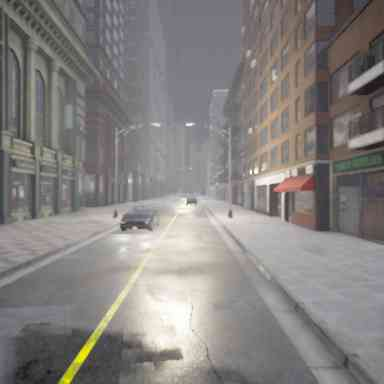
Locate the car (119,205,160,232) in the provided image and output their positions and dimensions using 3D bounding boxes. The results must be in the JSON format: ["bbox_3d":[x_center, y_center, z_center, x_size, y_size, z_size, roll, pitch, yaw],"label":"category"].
[{"bbox_3d":[-3.026,1.536,20.398,2.033,1.411,5.357,0,0,0],"label":"car"}]

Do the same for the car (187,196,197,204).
[{"bbox_3d":[-0.030,1.542,66.752,2.033,1.411,5.357,0,0,0],"label":"car"}]

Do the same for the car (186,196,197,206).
[{"bbox_3d":[-0.026,1.497,56.330,1.837,1.490,4.892,0,0,0],"label":"car"}]
